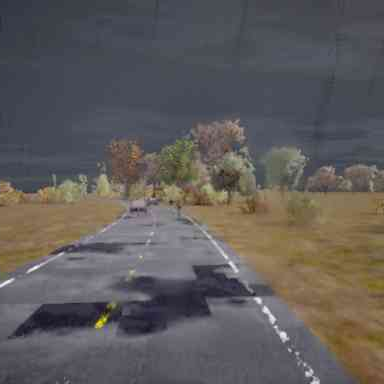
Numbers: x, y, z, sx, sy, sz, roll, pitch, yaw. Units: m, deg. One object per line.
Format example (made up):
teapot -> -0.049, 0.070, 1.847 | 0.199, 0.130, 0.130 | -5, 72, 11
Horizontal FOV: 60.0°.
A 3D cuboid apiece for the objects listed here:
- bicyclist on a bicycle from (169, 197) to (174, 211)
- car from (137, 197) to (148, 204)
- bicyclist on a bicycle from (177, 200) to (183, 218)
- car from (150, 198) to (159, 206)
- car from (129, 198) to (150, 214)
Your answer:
bicyclist on a bicycle -> -2.464, 1.526, 40.377 | 0.659, 1.776, 1.843 | 0, 0, -9
car -> -11.223, 1.913, 75.333 | 1.895, 1.301, 4.718 | 0, 0, -17
bicyclist on a bicycle -> -1.123, 1.568, 30.730 | 0.582, 1.620, 1.656 | 0, -1, -7
car -> -7.450, 1.776, 61.463 | 1.812, 1.442, 4.674 | 0, 0, -14
car -> -6.043, 1.630, 37.824 | 1.882, 1.535, 5.008 | 0, 0, -9
